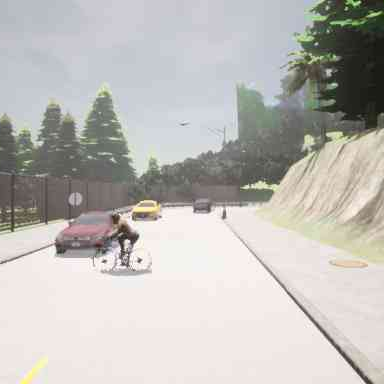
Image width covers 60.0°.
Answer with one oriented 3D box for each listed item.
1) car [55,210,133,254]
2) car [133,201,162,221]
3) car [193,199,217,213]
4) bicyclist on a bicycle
[{"bbox_3d":[-3.892,1.526,13.593,1.812,1.442,4.674,0,0,1],"label":"car"},{"bbox_3d":[-3.639,1.477,27.376,1.882,1.535,5.008,0,0,1],"label":"car"},{"bbox_3d":[1.505,1.492,37.644,2.128,1.511,4.902,0,0,15],"label":"car"},{"bbox_3d":[-1.951,1.451,9.251,1.656,1.620,0.582,-1,0,0],"label":"bicyclist on a bicycle"}]
